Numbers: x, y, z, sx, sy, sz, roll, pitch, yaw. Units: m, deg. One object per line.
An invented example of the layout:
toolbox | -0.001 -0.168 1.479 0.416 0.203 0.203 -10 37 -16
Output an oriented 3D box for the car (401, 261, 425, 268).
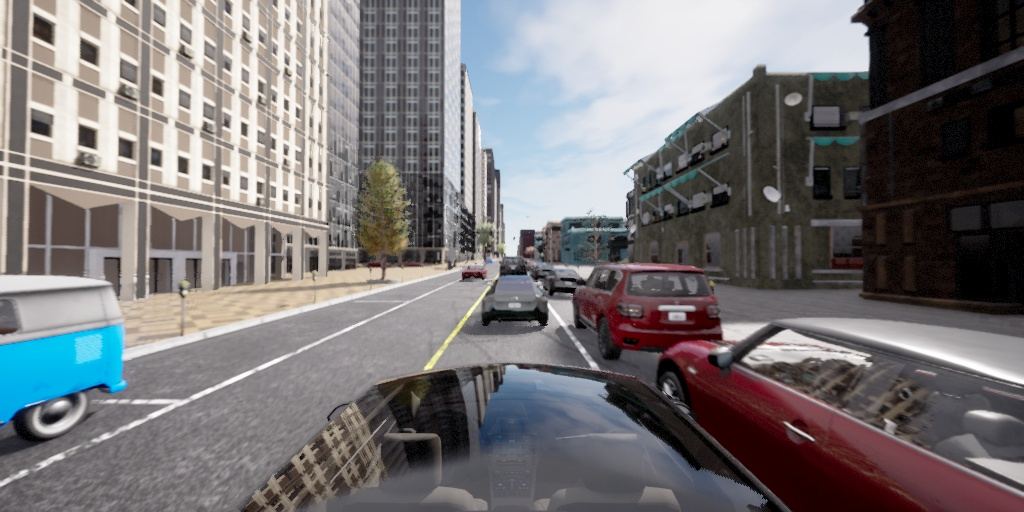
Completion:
car | -17.427 1.479 62.726 4.207 1.307 1.802 0 0 1

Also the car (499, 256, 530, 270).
car | 0.091 1.007 29.936 2.150 2.045 5.566 0 0 0

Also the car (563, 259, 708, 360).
car | 2.691 1.074 8.265 2.192 1.841 5.009 0 0 0

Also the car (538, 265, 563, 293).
car | 2.689 1.339 19.220 1.948 1.339 4.313 0 0 0

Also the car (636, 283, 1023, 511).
car | 2.691 1.191 2.787 1.967 1.591 4.097 0 0 0

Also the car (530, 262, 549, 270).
car | 2.688 1.352 30.175 1.948 1.339 4.313 0 0 0

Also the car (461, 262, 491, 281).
car | -3.103 1.387 30.257 1.895 1.301 4.718 0 0 0

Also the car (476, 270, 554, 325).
car | 0.083 1.329 11.877 1.994 1.385 4.181 0 0 0

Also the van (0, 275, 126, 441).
van | -5.690 1.092 2.782 1.690 1.789 3.998 0 0 0
